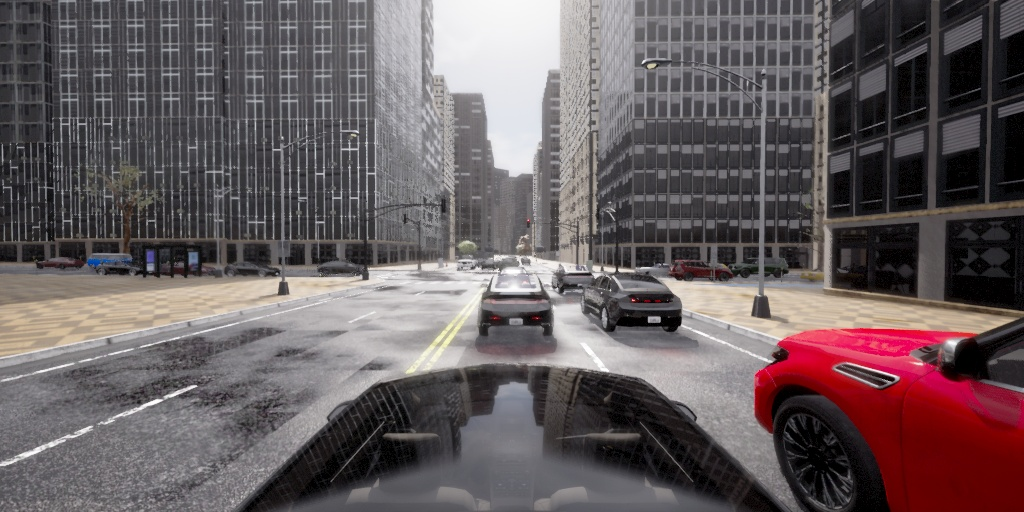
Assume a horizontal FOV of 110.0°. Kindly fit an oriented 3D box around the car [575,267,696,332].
[{"bbox_3d":[3.342,1.251,10.845,1.837,1.490,4.892,0,0,0],"label":"car"}]

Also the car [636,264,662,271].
[{"bbox_3d":[15.074,1.452,36.730,4.718,1.301,1.895,0,1,0],"label":"car"}]

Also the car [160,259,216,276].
[{"bbox_3d":[-28.437,1.138,31.578,4.207,1.307,1.802,0,0,1],"label":"car"}]

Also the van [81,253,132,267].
[{"bbox_3d":[-45.314,0.604,40.400,3.998,1.789,1.690,0,0,1],"label":"van"}]

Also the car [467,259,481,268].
[{"bbox_3d":[-6.609,1.266,62.616,1.994,1.385,4.181,0,0,0],"label":"car"}]

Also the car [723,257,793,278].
[{"bbox_3d":[24.979,1.159,36.575,5.566,2.045,2.150,1,1,1],"label":"car"}]

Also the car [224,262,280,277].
[{"bbox_3d":[-22.752,1.173,31.449,4.313,1.339,1.948,0,0,1],"label":"car"}]

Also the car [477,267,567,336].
[{"bbox_3d":[0.093,1.238,10.352,2.128,1.511,4.902,0,0,0],"label":"car"}]

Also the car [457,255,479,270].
[{"bbox_3d":[-6.625,0.935,52.576,2.150,2.045,5.566,0,0,0],"label":"car"}]

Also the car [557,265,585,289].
[{"bbox_3d":[3.338,1.232,20.093,2.128,1.511,4.902,0,0,0],"label":"car"}]

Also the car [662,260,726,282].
[{"bbox_3d":[16.173,1.269,30.948,5.009,1.841,2.192,0,0,1],"label":"car"}]

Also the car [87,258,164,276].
[{"bbox_3d":[-34.117,1.069,31.747,4.313,1.339,1.948,0,0,1],"label":"car"}]

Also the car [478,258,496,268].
[{"bbox_3d":[-3.375,1.192,52.127,1.882,1.535,5.008,0,0,0],"label":"car"}]

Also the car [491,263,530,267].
[{"bbox_3d":[0.087,1.288,20.087,2.033,1.411,5.357,0,0,0],"label":"car"}]

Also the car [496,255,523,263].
[{"bbox_3d":[-0.277,1.065,45.514,2.097,1.767,4.553,0,0,9],"label":"car"}]

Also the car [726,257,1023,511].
[{"bbox_3d":[3.348,0.972,0.981,2.150,2.045,5.566,0,0,0],"label":"car"}]

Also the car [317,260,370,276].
[{"bbox_3d":[-15.980,1.149,34.116,4.674,1.442,1.812,0,1,-1],"label":"car"}]
